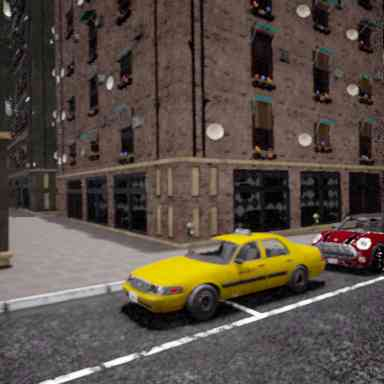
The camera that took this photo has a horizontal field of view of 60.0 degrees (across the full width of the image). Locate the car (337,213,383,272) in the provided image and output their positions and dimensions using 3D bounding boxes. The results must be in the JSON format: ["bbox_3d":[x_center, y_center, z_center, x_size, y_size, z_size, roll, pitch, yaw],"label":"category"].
[{"bbox_3d":[5.608,1.421,10.587,4.097,1.590,1.967,0,-1,-36],"label":"car"}]

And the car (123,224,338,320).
[{"bbox_3d":[0.930,1.517,7.244,4.829,1.417,1.752,0,-1,-36],"label":"car"}]
